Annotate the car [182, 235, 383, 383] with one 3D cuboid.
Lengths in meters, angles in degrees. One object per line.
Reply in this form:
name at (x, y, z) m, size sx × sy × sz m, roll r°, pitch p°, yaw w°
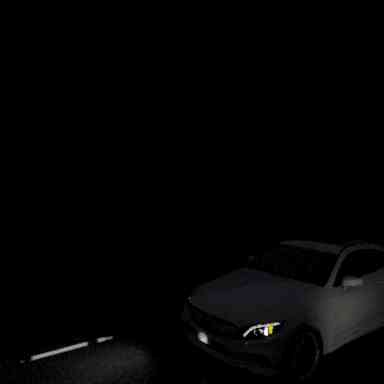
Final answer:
car at (2.036, 1.503, 5.439) m, size 4.674 × 1.442 × 1.812 m, roll 0°, pitch 0°, yaw -35°
